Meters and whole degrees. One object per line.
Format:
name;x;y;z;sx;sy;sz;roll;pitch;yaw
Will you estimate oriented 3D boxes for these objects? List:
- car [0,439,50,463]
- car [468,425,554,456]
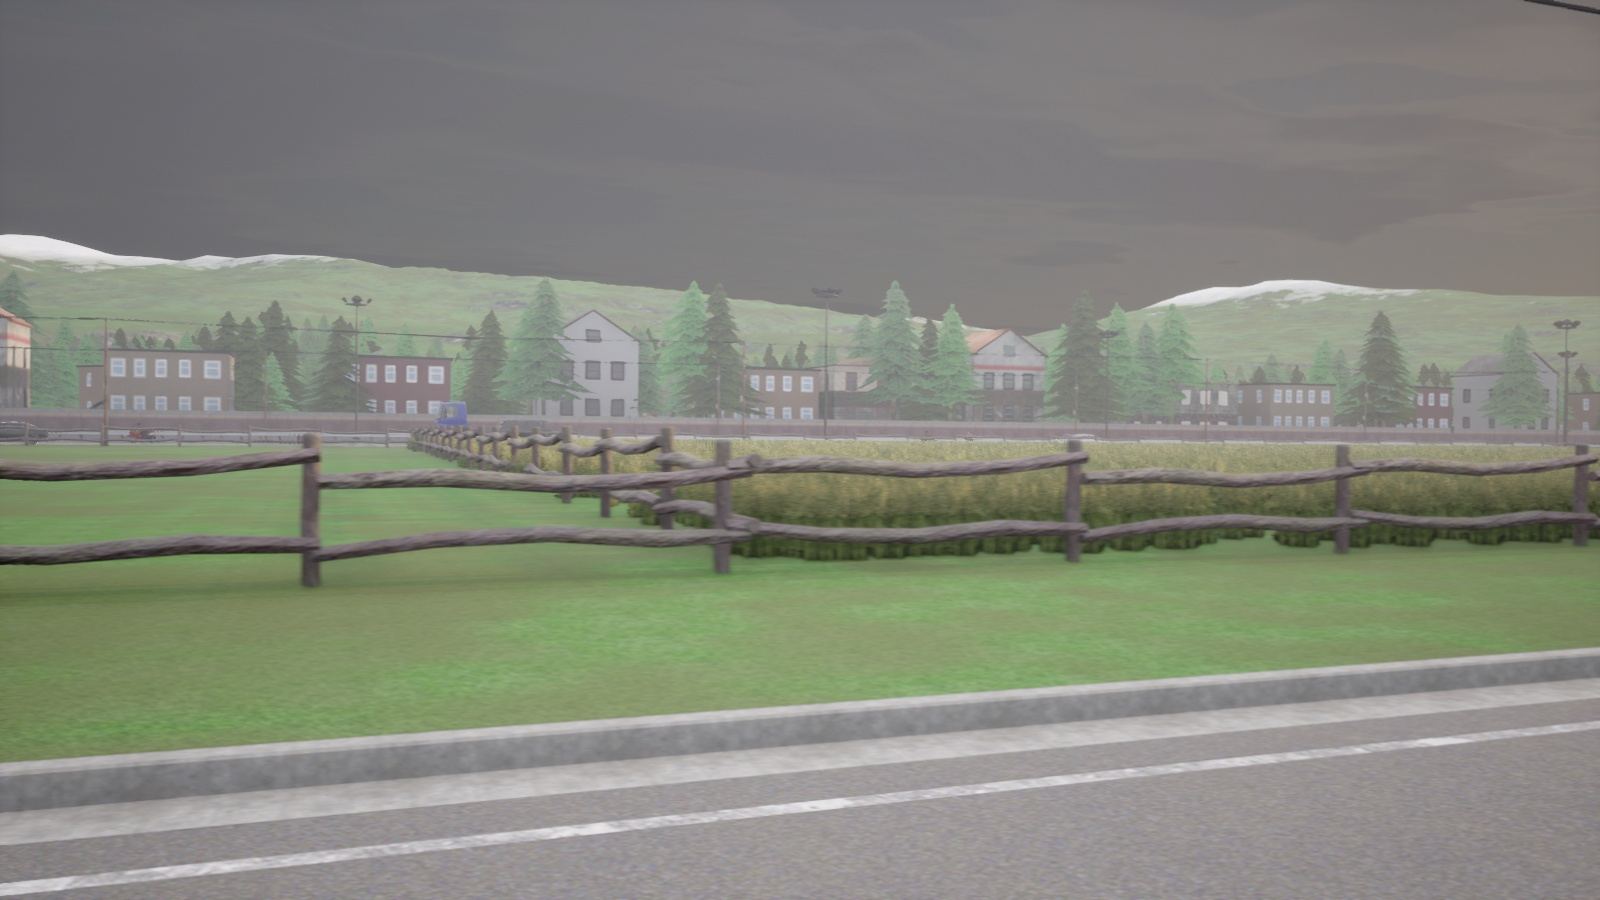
car;-50.800;0.051;79.993;4.892;1.490;1.837;-1;1;-21
car;-20.187;-0.693;87.715;5.566;2.045;2.150;-1;1;-21
